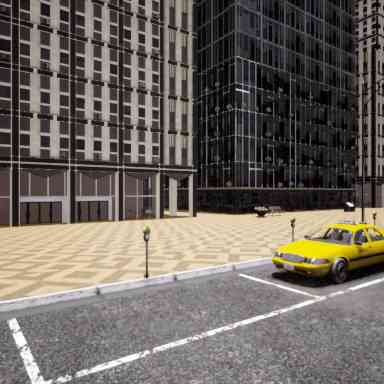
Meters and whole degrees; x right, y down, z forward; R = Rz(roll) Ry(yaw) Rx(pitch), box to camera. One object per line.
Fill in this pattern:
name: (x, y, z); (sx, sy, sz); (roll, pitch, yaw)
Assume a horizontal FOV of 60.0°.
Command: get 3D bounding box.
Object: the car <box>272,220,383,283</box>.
car: (4.365, 1.527, 9.631); (4.829, 1.417, 1.752); (0, 0, -35)
